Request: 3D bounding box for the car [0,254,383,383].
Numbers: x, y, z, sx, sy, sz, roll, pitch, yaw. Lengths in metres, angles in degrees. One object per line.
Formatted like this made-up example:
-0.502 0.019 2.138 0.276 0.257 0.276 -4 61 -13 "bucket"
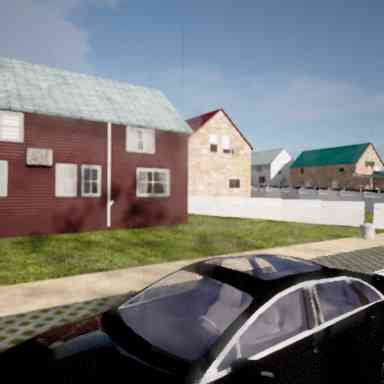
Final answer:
0.453 1.488 3.345 4.902 1.511 2.128 0 0 -35 "car"
